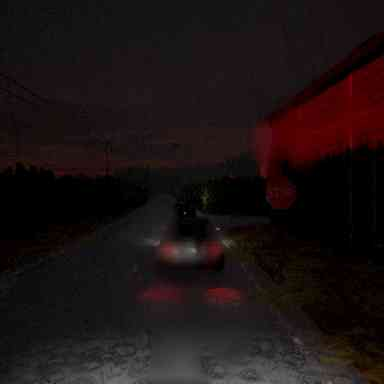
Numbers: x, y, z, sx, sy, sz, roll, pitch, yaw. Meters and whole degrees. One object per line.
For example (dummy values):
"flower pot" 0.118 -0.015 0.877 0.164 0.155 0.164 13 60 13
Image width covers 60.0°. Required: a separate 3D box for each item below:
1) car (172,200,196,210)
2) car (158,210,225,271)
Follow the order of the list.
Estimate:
"car" -0.706 1.465 29.007 2.128 1.511 4.902 0 0 -3
"car" -0.041 1.537 10.792 2.033 1.411 5.357 0 0 -1
